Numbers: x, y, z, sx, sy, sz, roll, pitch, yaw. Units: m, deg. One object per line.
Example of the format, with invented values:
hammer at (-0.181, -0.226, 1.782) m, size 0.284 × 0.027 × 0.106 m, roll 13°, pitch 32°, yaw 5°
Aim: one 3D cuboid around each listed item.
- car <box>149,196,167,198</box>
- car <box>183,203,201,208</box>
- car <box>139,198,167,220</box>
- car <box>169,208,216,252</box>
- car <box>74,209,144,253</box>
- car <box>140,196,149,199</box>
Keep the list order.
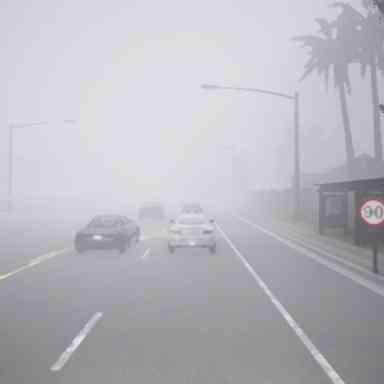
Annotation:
car at (-7.287, 1.579, 76.235) m, size 2.128 × 1.511 × 4.902 m, roll 0°, pitch 0°, yaw 19°
car at (0.005, 1.672, 28.993) m, size 2.033 × 1.411 × 5.357 m, roll 0°, pitch 0°, yaw 0°
car at (-3.491, 1.602, 29.481) m, size 1.882 × 1.535 × 5.008 m, roll 0°, pitch 0°, yaw 0°
car at (0.006, 1.630, 14.379) m, size 1.812 × 1.442 × 4.674 m, roll 0°, pitch 0°, yaw 0°
car at (-3.494, 1.668, 14.340) m, size 1.994 × 1.385 × 4.181 m, roll 0°, pitch 0°, yaw 0°
car at (-10.453, 1.600, 77.781) m, size 2.128 × 1.511 × 4.902 m, roll 0°, pitch 0°, yaw 19°
